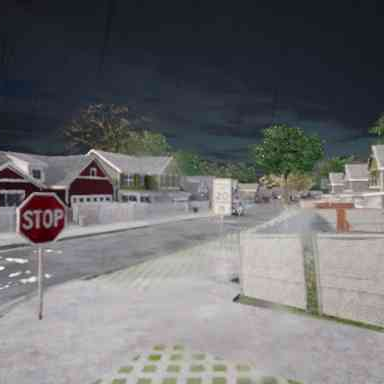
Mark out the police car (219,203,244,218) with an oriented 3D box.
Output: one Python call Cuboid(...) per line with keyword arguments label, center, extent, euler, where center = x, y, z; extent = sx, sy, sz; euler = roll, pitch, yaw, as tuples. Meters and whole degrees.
Cuboid(label="police car", center=(4.425, 2.004, 37.226), extent=(2.038, 1.542, 4.974), euler=(0, -1, 21))
